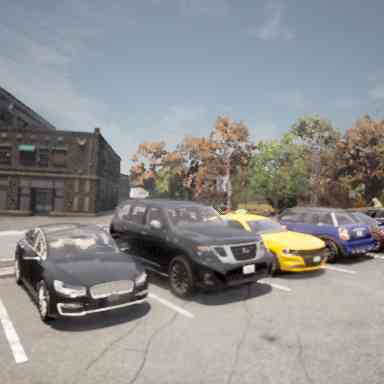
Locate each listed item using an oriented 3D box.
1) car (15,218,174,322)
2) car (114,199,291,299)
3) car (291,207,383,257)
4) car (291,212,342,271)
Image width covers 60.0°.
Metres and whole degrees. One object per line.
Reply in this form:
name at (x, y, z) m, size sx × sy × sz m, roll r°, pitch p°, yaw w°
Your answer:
car at (-2.714, 1.492, 7.518) m, size 2.231 × 1.521 × 4.892 m, roll 0°, pitch 0°, yaw -36°
car at (-0.423, 1.242, 9.110) m, size 2.435 × 2.045 × 5.566 m, roll 0°, pitch 0°, yaw -36°
car at (4.115, 1.344, 12.344) m, size 2.185 × 1.767 × 4.553 m, roll 0°, pitch 0°, yaw -36°
car at (1.832, 1.486, 10.760) m, size 2.097 × 1.535 × 5.008 m, roll 0°, pitch 0°, yaw -36°
